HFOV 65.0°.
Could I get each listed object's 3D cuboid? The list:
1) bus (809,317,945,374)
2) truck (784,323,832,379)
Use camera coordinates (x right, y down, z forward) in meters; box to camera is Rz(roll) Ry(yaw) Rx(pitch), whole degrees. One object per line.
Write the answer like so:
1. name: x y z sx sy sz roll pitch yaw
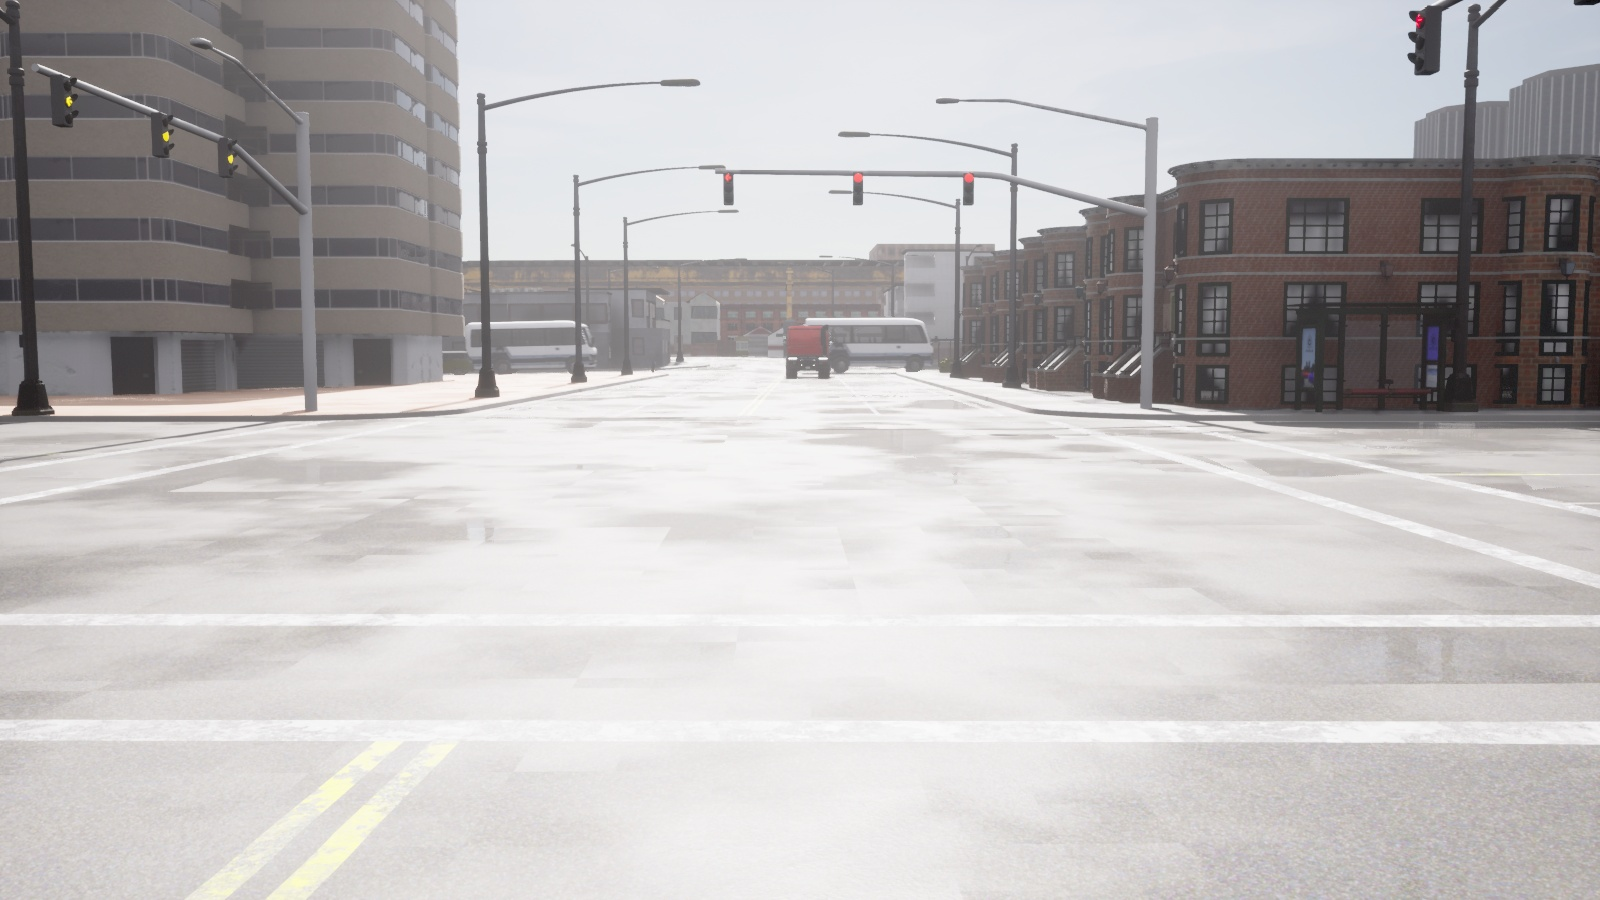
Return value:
1. bus: 5.836 -8.048 96.960 10.273 4.253 3.944 0 5 0
2. truck: 0.514 -6.412 81.219 2.891 3.462 7.936 0 5 0
